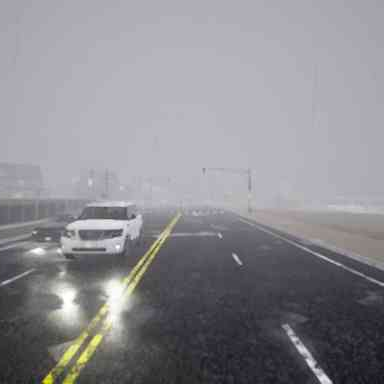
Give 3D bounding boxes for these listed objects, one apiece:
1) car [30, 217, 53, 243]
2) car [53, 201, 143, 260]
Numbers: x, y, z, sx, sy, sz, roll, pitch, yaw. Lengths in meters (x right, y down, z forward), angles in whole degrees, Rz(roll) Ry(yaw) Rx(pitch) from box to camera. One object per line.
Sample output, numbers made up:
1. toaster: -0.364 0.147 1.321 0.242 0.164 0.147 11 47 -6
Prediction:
1. car: -6.601 1.804 17.923 2.033 1.411 5.357 0 -1 0
2. car: -3.351 1.415 13.554 2.150 2.045 5.566 0 -1 0
